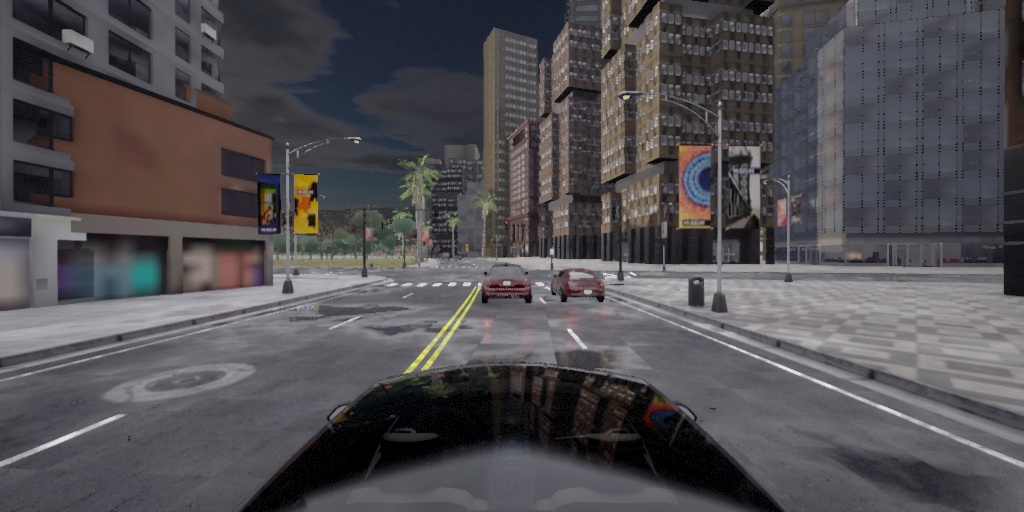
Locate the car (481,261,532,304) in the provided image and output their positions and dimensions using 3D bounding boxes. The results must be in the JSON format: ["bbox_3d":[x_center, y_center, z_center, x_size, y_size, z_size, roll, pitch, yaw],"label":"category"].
[{"bbox_3d":[-0.283,1.112,16.559,2.097,1.767,4.553,0,0,-2],"label":"car"}]

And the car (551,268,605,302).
[{"bbox_3d":[2.964,1.278,16.712,1.812,1.442,4.674,0,0,-2],"label":"car"}]
